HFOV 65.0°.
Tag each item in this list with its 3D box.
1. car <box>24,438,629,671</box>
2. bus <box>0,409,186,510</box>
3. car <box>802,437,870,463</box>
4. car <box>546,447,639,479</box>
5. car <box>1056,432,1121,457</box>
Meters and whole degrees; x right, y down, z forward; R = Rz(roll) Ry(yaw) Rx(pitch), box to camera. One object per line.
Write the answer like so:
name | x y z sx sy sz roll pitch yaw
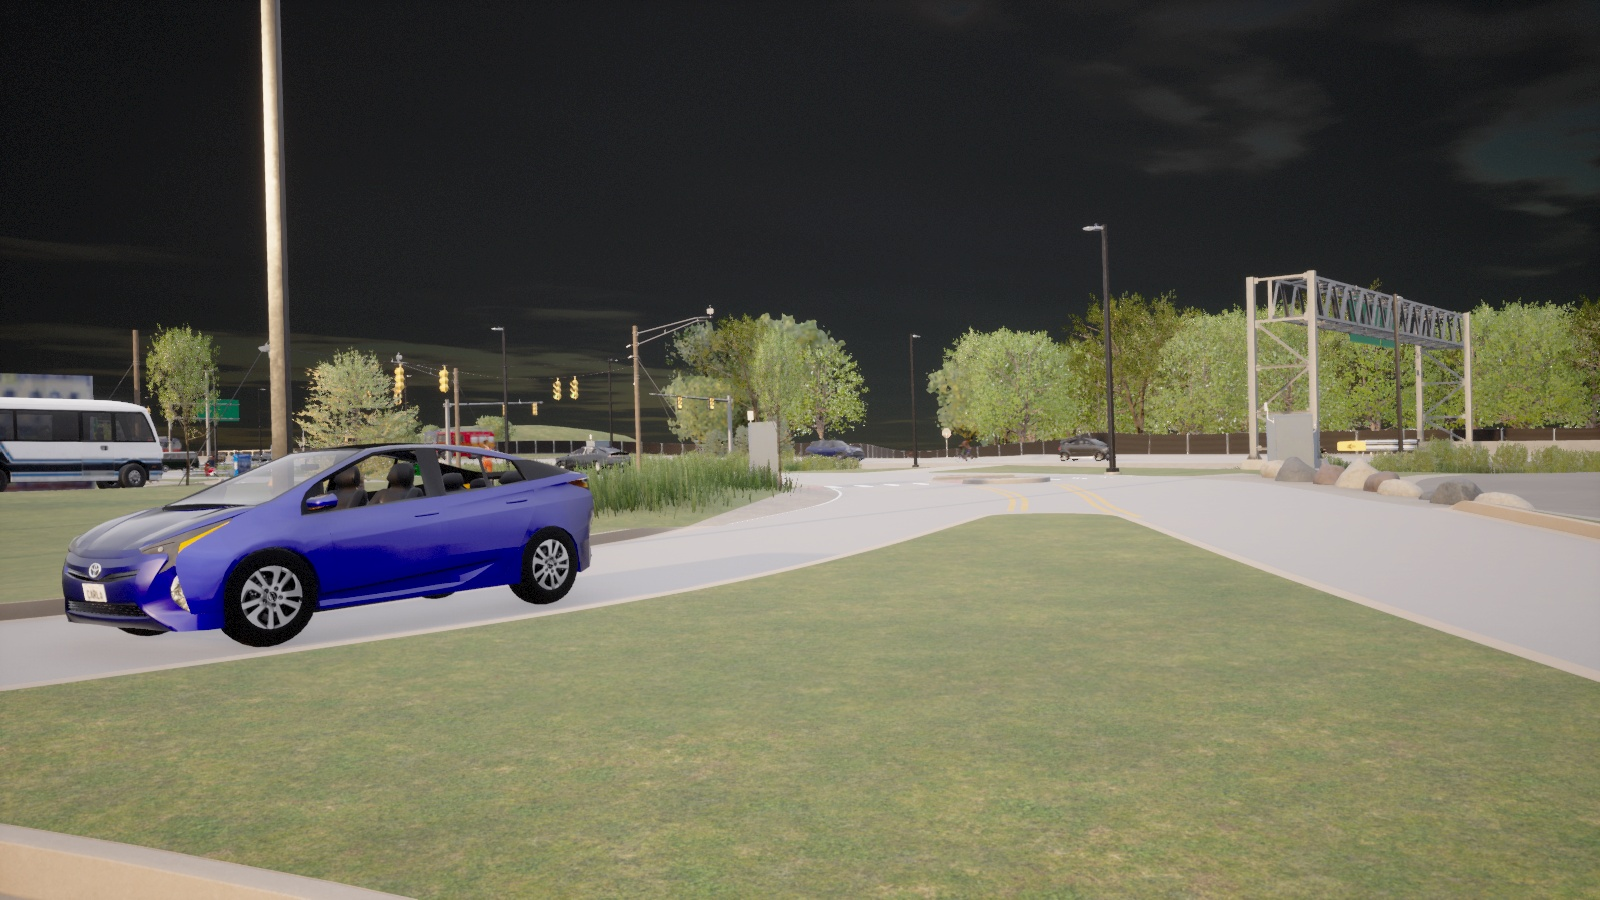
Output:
car | -3.810 0.737 10.917 2.007 1.525 4.514 -3 -1 35
bus | -33.489 0.457 55.891 3.944 4.253 10.273 -4 -2 41
car | 2.589 0.001 91.319 4.553 1.767 2.097 -2 0 41
car | -10.970 0.717 66.253 4.902 1.511 2.128 -2 0 41
car | 18.781 -0.360 81.830 3.705 1.549 1.789 -2 0 41
